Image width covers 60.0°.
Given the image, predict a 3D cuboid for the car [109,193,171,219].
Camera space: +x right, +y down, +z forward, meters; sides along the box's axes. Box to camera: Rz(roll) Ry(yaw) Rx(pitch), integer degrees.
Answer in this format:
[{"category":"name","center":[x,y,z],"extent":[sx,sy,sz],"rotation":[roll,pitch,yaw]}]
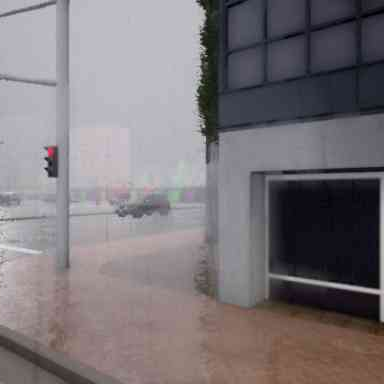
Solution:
[{"category":"car","center":[-4.213,1.224,29.597],"extent":[2.150,2.045,5.566],"rotation":[0,0,37]}]

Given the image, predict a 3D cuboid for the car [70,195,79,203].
[{"category":"car","center":[-23.466,1.372,63.559],"extent":[3.905,1.438,1.784],"rotation":[0,0,35]}]

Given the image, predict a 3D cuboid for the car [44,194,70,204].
[{"category":"car","center":[-25.193,1.161,61.232],"extent":[4.605,1.855,1.932],"rotation":[0,0,35]}]

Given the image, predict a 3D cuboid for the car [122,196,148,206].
[{"category":"car","center":[-9.202,1.401,53.478],"extent":[3.806,1.475,1.970],"rotation":[0,0,35]}]

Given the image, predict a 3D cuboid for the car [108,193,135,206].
[{"category":"car","center":[-10.884,1.162,51.122],"extent":[3.866,1.878,1.905],"rotation":[0,0,35]}]
